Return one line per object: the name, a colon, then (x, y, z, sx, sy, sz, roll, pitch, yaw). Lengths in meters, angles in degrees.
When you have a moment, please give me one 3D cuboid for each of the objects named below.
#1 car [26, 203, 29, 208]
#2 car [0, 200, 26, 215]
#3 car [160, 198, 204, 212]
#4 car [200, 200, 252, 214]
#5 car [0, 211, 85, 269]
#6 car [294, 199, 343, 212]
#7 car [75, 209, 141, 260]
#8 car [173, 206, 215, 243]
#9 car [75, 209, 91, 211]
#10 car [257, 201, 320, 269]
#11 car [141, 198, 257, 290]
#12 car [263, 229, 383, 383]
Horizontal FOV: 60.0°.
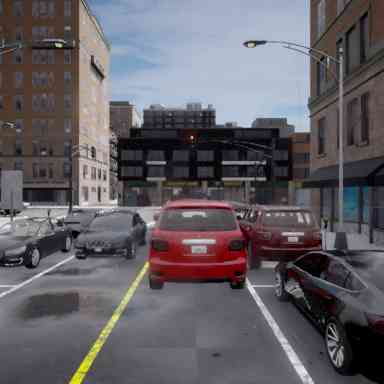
car: (-21.808, 1.505, 38.897, 4.718, 1.301, 1.895, 0, 0, 0)
car: (-17.512, 1.524, 28.959, 4.718, 1.301, 1.895, 0, 0, 0)
car: (-1.141, 1.494, 38.986, 4.902, 1.511, 2.128, 0, 0, 0)
car: (3.550, 1.573, 35.757, 5.357, 1.411, 2.033, 0, 0, 0)
car: (-5.388, 1.551, 11.055, 2.008, 1.369, 4.403, 0, 0, 0)
car: (14.792, 1.574, 39.052, 4.902, 1.511, 2.128, 0, 0, 0)
car: (-2.829, 1.505, 12.500, 1.837, 1.490, 4.892, 0, 0, 0)
car: (0.092, 1.526, 16.972, 1.812, 1.442, 4.674, 0, 0, 0)
car: (-5.387, 1.566, 16.717, 1.947, 1.339, 4.313, 0, 0, 0)
car: (2.637, 1.315, 11.054, 2.192, 1.841, 5.009, 0, 0, 0)
car: (0.080, 1.222, 9.212, 2.150, 2.045, 5.566, 0, 0, -1)
car: (2.636, 1.566, 5.392, 1.947, 1.339, 4.313, 0, 0, 0)
